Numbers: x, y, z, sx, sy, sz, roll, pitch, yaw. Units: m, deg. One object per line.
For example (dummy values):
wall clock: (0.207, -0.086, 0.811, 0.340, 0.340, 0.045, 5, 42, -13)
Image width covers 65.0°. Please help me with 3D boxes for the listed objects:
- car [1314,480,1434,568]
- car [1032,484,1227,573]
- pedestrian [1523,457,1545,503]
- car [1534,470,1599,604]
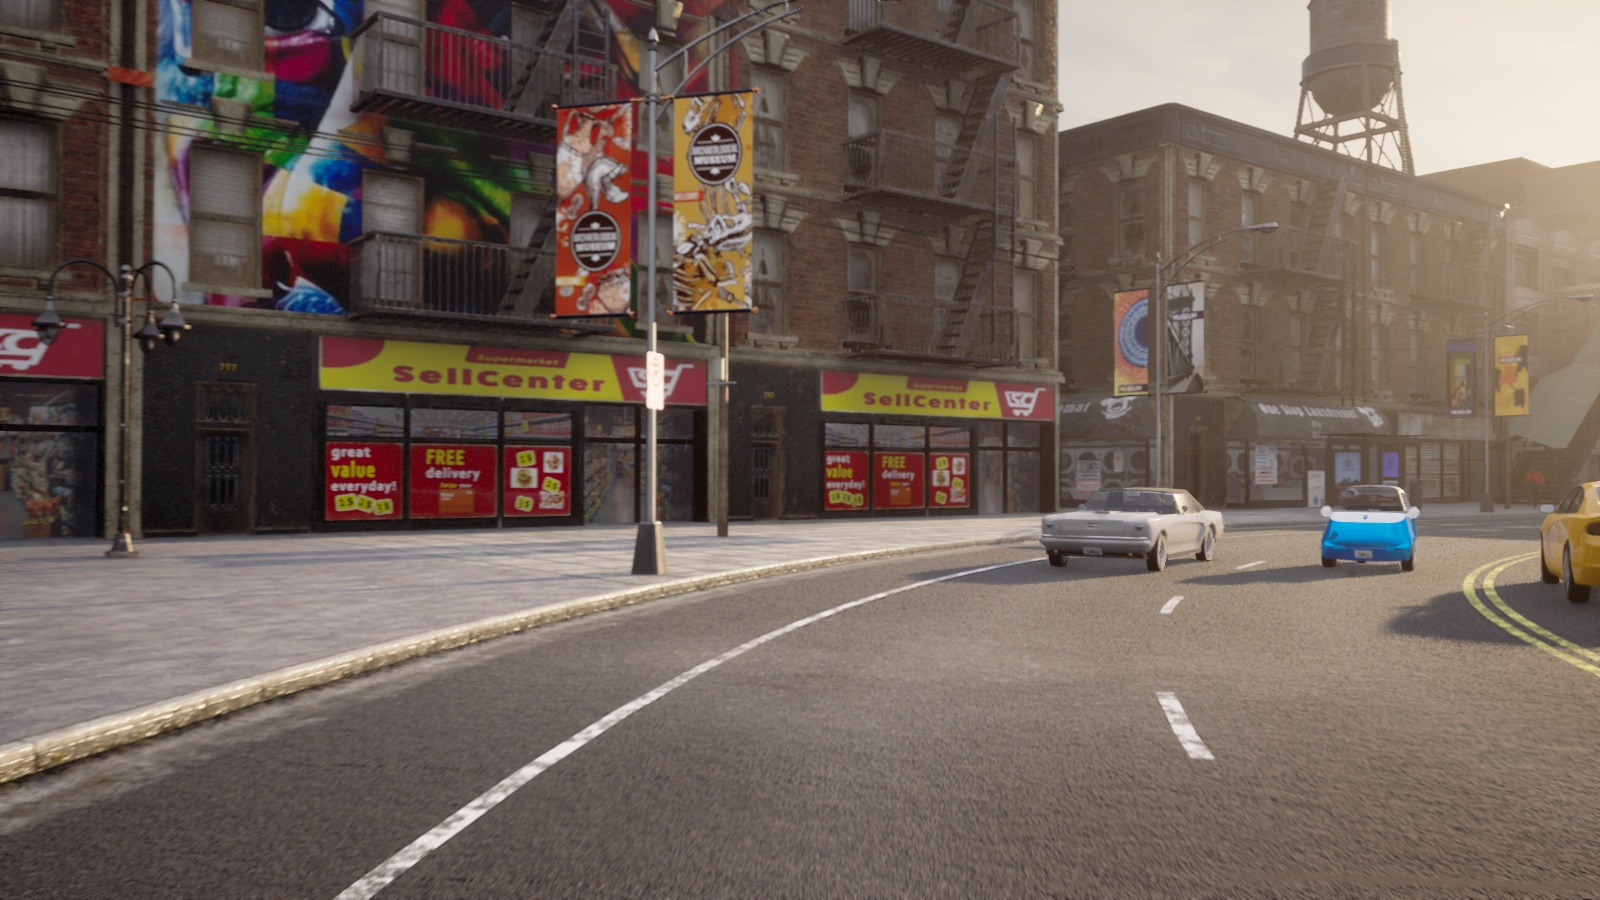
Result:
car: (9.639, 1.190, 21.035, 1.481, 1.376, 2.207, -1, -2, 34)
car: (5.762, 1.257, 21.540, 1.895, 1.301, 4.718, -1, -1, 32)
pedestrian: (30.062, 1.233, 51.421, 0.634, 1.844, 0.899, -1, -1, 39)
car: (10.960, 1.032, 16.470, 1.882, 1.535, 5.008, -1, -1, 26)
